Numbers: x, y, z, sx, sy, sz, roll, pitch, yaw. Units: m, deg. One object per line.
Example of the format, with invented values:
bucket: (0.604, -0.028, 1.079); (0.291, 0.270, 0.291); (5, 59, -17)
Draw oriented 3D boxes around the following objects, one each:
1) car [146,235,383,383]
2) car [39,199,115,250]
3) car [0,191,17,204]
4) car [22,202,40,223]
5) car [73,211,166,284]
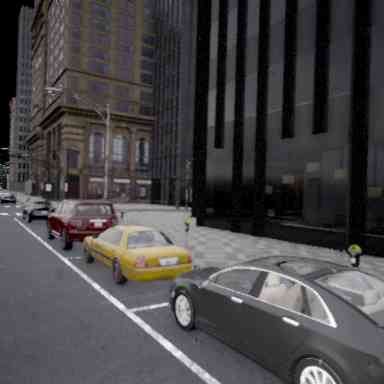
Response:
car: (1.260, 1.599, 4.746); (2.008, 1.369, 4.403); (1, 0, -33)
car: (-4.632, 1.213, 13.852); (2.192, 1.841, 5.009); (1, 0, -33)
car: (-24.907, 0.931, 45.145); (1.947, 1.339, 4.313); (2, 0, -33)
car: (-10.536, 1.311, 22.958); (1.947, 1.339, 4.313); (1, 0, -33)
car: (-1.780, 1.496, 9.441); (1.752, 1.417, 4.829); (1, 0, -33)
